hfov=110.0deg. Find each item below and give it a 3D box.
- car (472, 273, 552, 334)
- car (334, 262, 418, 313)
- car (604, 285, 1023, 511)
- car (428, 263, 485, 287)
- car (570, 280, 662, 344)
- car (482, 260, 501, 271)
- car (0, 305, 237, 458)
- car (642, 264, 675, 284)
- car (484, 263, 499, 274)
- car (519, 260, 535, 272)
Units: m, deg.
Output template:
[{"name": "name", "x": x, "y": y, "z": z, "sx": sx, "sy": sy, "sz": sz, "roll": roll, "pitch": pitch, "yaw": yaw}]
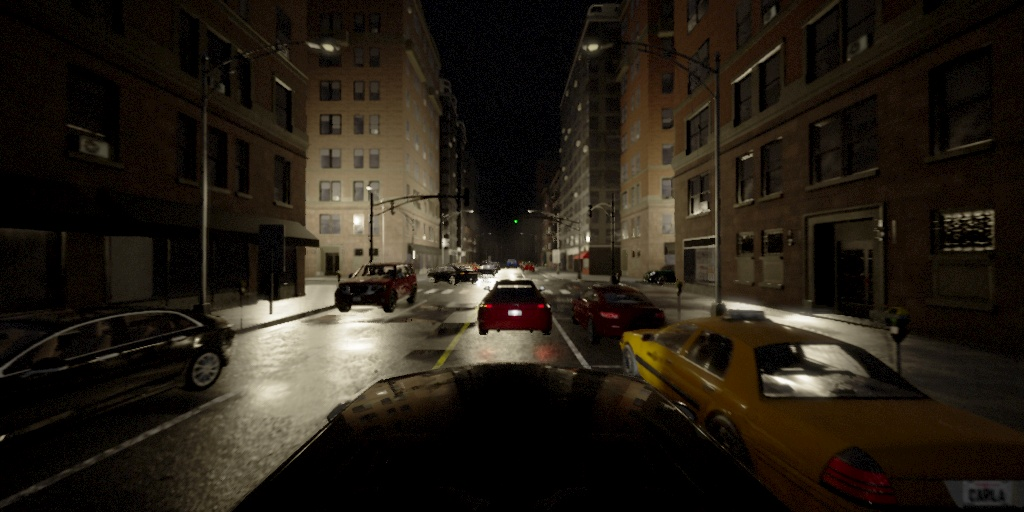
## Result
[{"name": "car", "x": 0.083, "y": 1.403, "z": 10.942, "sx": 1.994, "sy": 1.385, "sz": 4.181, "roll": 0, "pitch": 0, "yaw": 0}, {"name": "car", "x": -5.387, "y": 1.193, "z": 14.951, "sx": 2.192, "sy": 1.841, "sz": 5.009, "roll": 0, "pitch": 0, "yaw": 0}, {"name": "car", "x": 2.638, "y": 1.298, "z": 4.287, "sx": 1.751, "sy": 1.417, "sz": 4.829, "roll": 0, "pitch": 0, "yaw": 0}, {"name": "car", "x": -4.642, "y": 1.479, "z": 27.531, "sx": 2.128, "sy": 1.511, "sz": 4.902, "roll": 2, "pitch": -2, "yaw": -44}, {"name": "car", "x": 2.638, "y": 1.407, "z": 9.530, "sx": 1.802, "sy": 1.307, "sz": 4.207, "roll": 0, "pitch": 0, "yaw": 0}, {"name": "car", "x": -2.838, "y": 1.715, "z": 51.138, "sx": 2.128, "sy": 1.511, "sz": 4.902, "roll": 0, "pitch": -1, "yaw": 0}, {"name": "car", "x": -5.387, "y": 1.324, "z": 4.127, "sx": 2.007, "sy": 1.370, "sz": 4.403, "roll": 0, "pitch": 0, "yaw": 0}, {"name": "car", "x": 13.168, "y": 1.435, "z": 29.546, "sx": 4.553, "sy": 1.767, "sz": 2.097, "roll": 0, "pitch": -1, "yaw": 0}, {"name": "car", "x": -2.847, "y": 1.735, "z": 41.569, "sx": 1.895, "sy": 1.301, "sz": 4.718, "roll": 0, "pitch": -1, "yaw": 0}, {"name": "car", "x": 2.640, "y": 1.725, "z": 57.768, "sx": 1.967, "sy": 1.591, "sz": 4.097, "roll": 0, "pitch": 0, "yaw": 0}]
